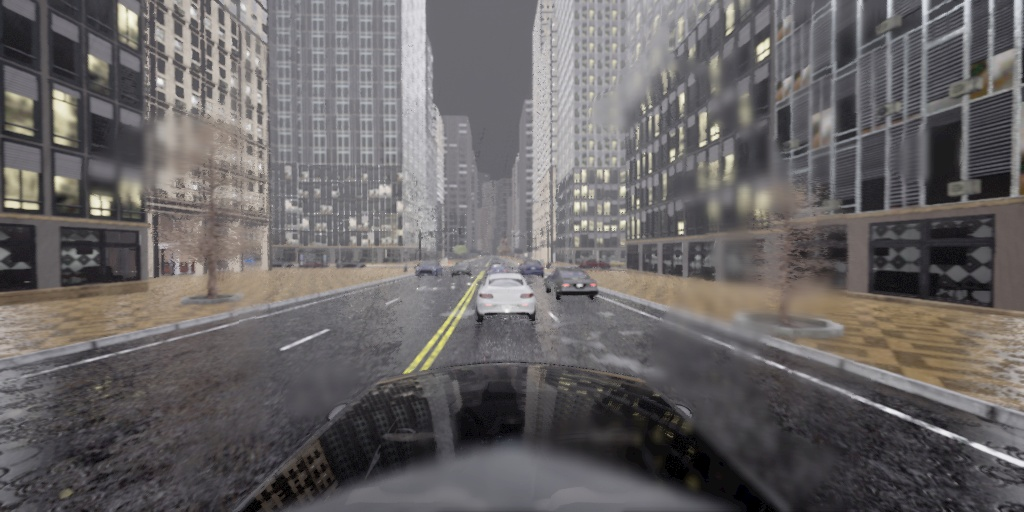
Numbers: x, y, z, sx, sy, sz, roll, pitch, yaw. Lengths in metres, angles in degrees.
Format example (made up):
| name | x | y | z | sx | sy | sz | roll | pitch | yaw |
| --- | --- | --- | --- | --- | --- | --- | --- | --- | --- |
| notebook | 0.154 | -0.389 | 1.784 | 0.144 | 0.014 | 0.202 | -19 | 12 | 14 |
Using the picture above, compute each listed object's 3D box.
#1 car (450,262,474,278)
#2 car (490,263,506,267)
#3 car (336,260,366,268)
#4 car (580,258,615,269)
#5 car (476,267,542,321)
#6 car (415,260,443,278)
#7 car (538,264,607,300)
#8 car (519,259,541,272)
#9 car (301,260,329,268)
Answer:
| name | x | y | z | sx | sy | sz | roll | pitch | yaw |
| --- | --- | --- | --- | --- | --- | --- | --- | --- | --- |
| car | -4.844 | 1.312 | 35.203 | 1.837 | 1.490 | 4.892 | 0 | -1 | -3 |
| car | -1.267 | 1.341 | 32.761 | 2.033 | 1.411 | 5.357 | 0 | 0 | -3 |
| car | -25.411 | 1.319 | 56.676 | 4.313 | 1.339 | 1.948 | 0 | 0 | -2 |
| car | 13.487 | 1.304 | 58.230 | 5.009 | 1.841 | 2.192 | 0 | 0 | -2 |
| car | -0.235 | 1.293 | 12.419 | 1.812 | 1.442 | 4.674 | 0 | 0 | -2 |
| car | -8.109 | 1.166 | 35.413 | 2.097 | 1.767 | 4.553 | 0 | 0 | -3 |
| car | 2.776 | 1.313 | 17.880 | 2.033 | 1.411 | 5.357 | 0 | 0 | -3 |
| car | 1.854 | 1.138 | 35.214 | 2.097 | 1.767 | 4.553 | 0 | 0 | -3 |
| car | -31.094 | 1.299 | 56.505 | 4.207 | 1.307 | 1.802 | 0 | 0 | -2 |
